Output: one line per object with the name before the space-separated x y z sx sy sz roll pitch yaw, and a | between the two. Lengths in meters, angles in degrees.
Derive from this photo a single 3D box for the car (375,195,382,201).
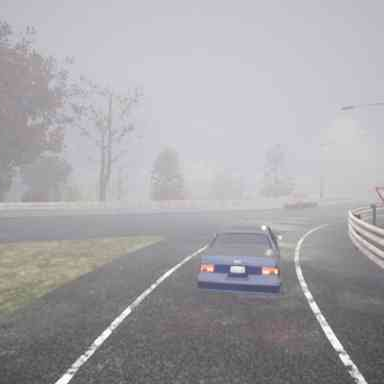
car | 45.169 1.402 79.937 1.882 1.535 5.008 0 0 24

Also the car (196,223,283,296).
car | 1.414 1.539 8.856 2.033 1.411 5.357 0 0 12

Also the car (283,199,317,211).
car | 13.211 1.563 40.497 4.718 1.301 1.895 0 0 -38
